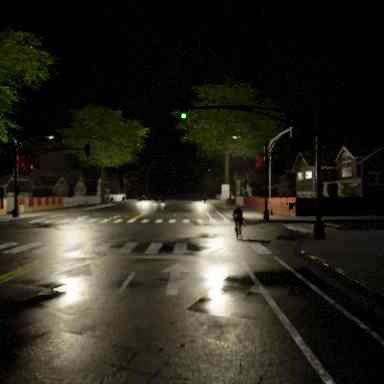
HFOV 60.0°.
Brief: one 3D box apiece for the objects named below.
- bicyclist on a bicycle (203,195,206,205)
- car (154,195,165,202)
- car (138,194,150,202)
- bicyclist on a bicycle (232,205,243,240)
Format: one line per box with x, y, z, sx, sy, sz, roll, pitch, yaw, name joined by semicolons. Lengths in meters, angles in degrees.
2.232;1.385;58.739;0.659;1.776;1.843;0;0;0;bicyclist on a bicycle
-6.520;1.269;68.138;1.812;1.442;4.674;0;0;0;car
-9.769;1.181;68.137;1.837;1.490;4.892;0;0;0;car
2.245;1.464;16.185;0.582;1.620;1.656;0;0;0;bicyclist on a bicycle
